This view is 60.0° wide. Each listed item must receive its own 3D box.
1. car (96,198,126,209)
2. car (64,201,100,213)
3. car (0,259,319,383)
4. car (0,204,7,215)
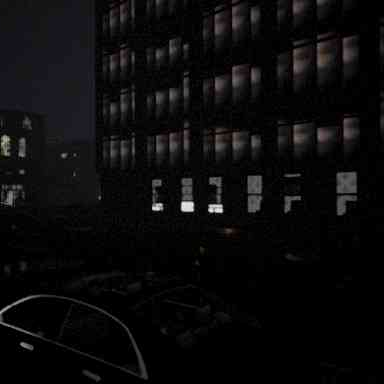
[{"bbox_3d":[-12.420,1.674,51.196,1.967,1.590,4.097,-1,-1,36],"label":"car"},{"bbox_3d":[-12.201,1.708,37.290,1.802,1.307,4.206,-1,-1,36],"label":"car"},{"bbox_3d":[-0.982,1.553,3.577,4.403,1.369,2.008,0,0,35],"label":"car"},{"bbox_3d":[-21.516,1.688,34.450,1.994,1.385,4.181,0,-1,36],"label":"car"}]
